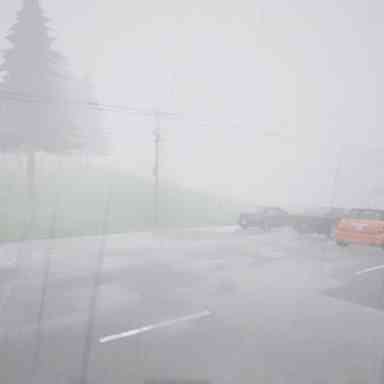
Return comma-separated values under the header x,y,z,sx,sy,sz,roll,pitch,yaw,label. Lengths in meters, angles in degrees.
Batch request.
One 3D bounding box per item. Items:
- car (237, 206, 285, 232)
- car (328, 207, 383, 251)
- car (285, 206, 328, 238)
x,y,z,sx,sy,sz,roll,pitch,yaw,label
4.739,1.561,20.477,4.674,1.442,1.812,0,0,-39,car
8.024,1.384,13.781,4.553,1.767,2.097,0,0,-35,car
7.476,1.514,17.682,5.008,1.535,1.882,0,0,-35,car
